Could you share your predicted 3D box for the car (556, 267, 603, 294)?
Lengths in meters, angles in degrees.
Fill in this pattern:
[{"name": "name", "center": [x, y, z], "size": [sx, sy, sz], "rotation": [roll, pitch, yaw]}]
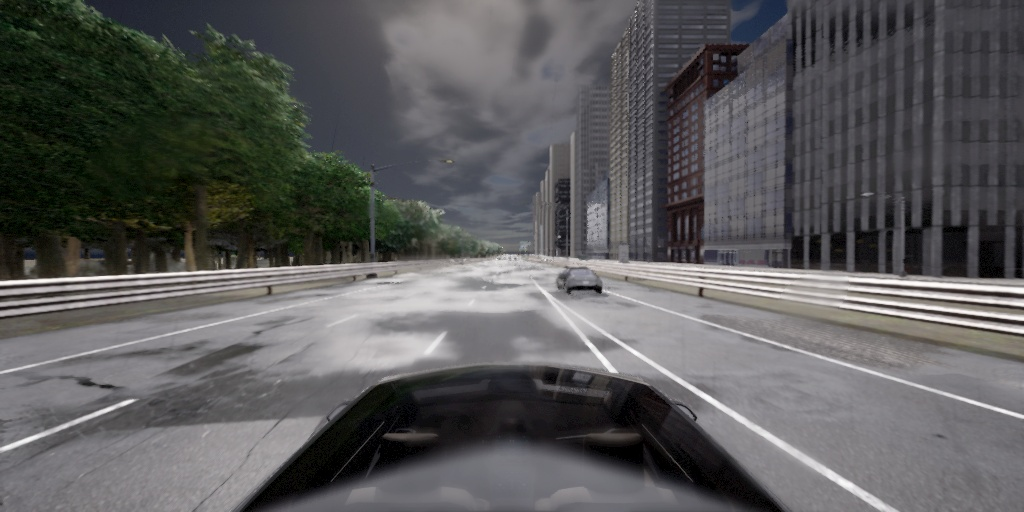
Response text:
[{"name": "car", "center": [3.738, 1.321, 20.402], "size": [1.994, 1.385, 4.181], "rotation": [0, 0, -2]}]
